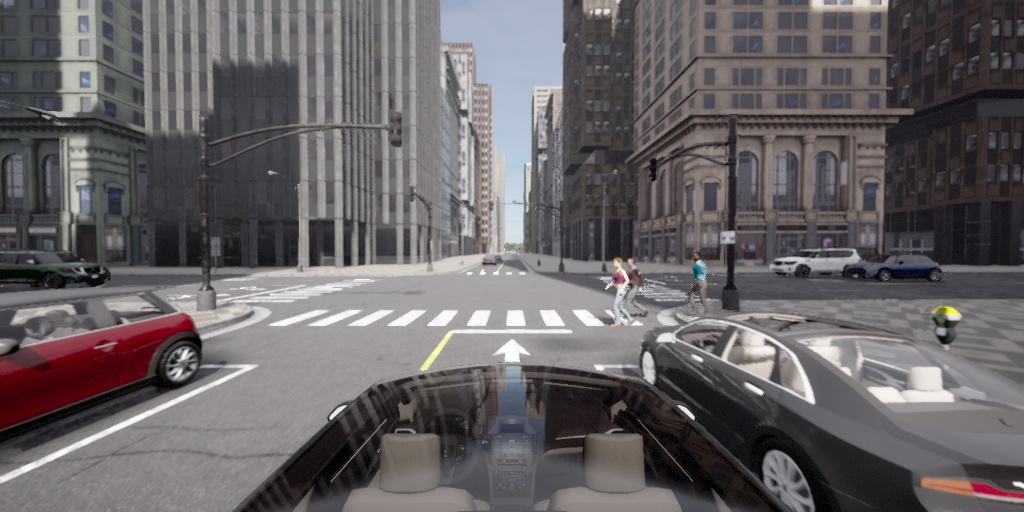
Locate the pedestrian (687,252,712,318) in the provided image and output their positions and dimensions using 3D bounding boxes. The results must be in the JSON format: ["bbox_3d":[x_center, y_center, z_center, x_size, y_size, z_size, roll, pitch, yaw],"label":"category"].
[{"bbox_3d":[5.128,0.756,9.868,0.375,1.860,0.375,0,1,0],"label":"pedestrian"}]

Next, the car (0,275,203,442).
[{"bbox_3d":[-5.763,1.154,3.807,1.967,1.591,4.097,0,0,0],"label":"car"}]

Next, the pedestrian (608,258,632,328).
[{"bbox_3d":[2.778,0.916,9.271,0.375,1.860,0.375,0,1,0],"label":"pedestrian"}]

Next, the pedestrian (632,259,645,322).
[{"bbox_3d":[3.547,0.896,10.471,0.375,1.860,0.375,0,1,0],"label":"pedestrian"}]

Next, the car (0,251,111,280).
[{"bbox_3d":[-25.083,0.752,19.188,5.566,2.045,2.150,0,1,0],"label":"car"}]

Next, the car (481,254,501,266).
[{"bbox_3d":[-2.939,0.538,47.132,2.033,1.411,5.357,0,1,0],"label":"car"}]

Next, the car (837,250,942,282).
[{"bbox_3d":[23.906,0.675,22.615,4.553,1.767,2.097,0,1,0],"label":"car"}]

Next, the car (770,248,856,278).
[{"bbox_3d":[21.881,0.481,25.864,5.566,2.045,2.150,0,1,0],"label":"car"}]

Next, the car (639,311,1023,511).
[{"bbox_3d":[2.762,1.265,3.809,2.007,1.370,4.403,0,0,0],"label":"car"}]
